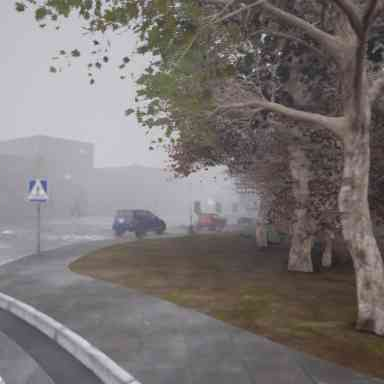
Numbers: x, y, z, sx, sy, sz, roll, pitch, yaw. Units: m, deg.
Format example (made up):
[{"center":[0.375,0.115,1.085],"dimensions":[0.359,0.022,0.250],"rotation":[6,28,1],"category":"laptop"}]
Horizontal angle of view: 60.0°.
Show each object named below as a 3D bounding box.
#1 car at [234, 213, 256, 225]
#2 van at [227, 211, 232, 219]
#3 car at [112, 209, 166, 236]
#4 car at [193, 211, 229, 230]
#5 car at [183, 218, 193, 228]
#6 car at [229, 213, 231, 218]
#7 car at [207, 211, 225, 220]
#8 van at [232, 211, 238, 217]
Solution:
[{"center":[9.393,4.987,58.625],"dimensions":[1.837,1.490,4.892],"rotation":[0,-4,23],"category":"car"},{"center":[7.966,5.883,84.037],"dimensions":[1.878,1.987,4.442],"rotation":[0,-3,24],"category":"van"},{"center":[-4.188,2.476,26.974],"dimensions":[2.150,2.045,5.566],"rotation":[0,-5,23],"category":"car"},{"center":[2.492,3.790,42.594],"dimensions":[2.150,2.045,5.566],"rotation":[0,-4,23],"category":"car"},{"center":[0.365,4.257,45.764],"dimensions":[1.812,1.442,4.674],"rotation":[0,-4,24],"category":"car"},{"center":[4.318,4.751,55.051],"dimensions":[2.128,1.511,4.902],"rotation":[0,-3,23],"category":"car"},{"center":[5.782,5.607,79.043],"dimensions":[2.435,2.045,5.566],"rotation":[0,-3,24],"category":"car"},{"center":[10.188,6.135,89.113],"dimensions":[1.878,1.987,4.442],"rotation":[0,-3,24],"category":"van"}]
